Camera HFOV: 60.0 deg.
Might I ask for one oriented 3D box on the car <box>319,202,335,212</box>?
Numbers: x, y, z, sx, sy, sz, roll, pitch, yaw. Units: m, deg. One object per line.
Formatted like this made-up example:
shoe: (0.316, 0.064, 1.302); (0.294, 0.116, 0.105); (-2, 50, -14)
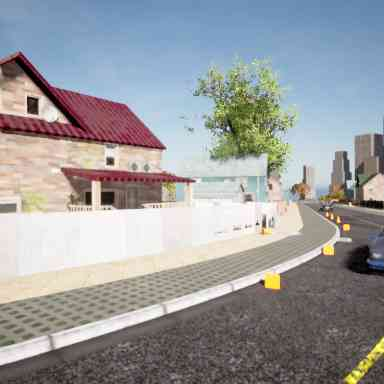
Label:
car: (20.677, 2.225, 51.373); (2.128, 1.511, 4.902); (0, -1, 17)

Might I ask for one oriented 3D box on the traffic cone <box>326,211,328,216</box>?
traffic cone: (15.194, 2.429, 37.362); (0.340, 0.580, 0.340); (0, -1, 17)

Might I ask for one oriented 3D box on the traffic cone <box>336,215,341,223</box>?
traffic cone: (12.239, 2.257, 27.807); (0.340, 0.580, 0.340); (0, -1, 17)

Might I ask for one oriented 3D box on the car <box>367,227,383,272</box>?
car: (6.858, 1.595, 10.440); (2.033, 1.411, 5.357); (0, -1, 35)
